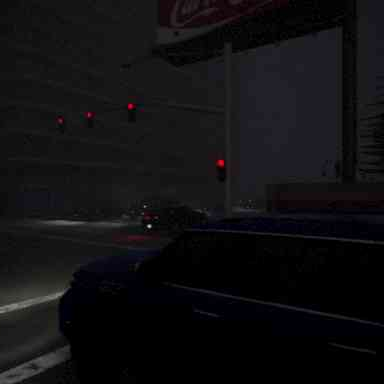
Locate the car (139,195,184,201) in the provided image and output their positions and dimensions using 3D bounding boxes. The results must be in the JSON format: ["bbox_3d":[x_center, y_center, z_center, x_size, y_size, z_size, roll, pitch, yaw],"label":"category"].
[{"bbox_3d":[-3.079,1.249,28.467,2.150,2.045,5.566,0,0,35],"label":"car"}]

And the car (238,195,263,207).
[{"bbox_3d":[9.128,1.385,51.679,2.097,1.767,4.553,0,0,36],"label":"car"}]

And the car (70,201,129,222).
[{"bbox_3d":[-7.695,1.557,28.003,1.812,1.442,4.674,0,0,35],"label":"car"}]

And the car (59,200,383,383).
[{"bbox_3d":[0.842,1.225,3.546,5.566,2.045,2.150,0,0,39],"label":"car"}]

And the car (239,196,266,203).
[{"bbox_3d":[8.730,1.576,45.110,2.033,1.411,5.357,0,0,35],"label":"car"}]

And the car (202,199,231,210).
[{"bbox_3d":[3.262,1.597,43.462,1.994,1.385,4.181,0,0,35],"label":"car"}]

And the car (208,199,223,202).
[{"bbox_3d":[2.754,1.519,36.696,2.128,1.511,4.902,0,0,35],"label":"car"}]

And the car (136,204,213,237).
[{"bbox_3d":[-0.829,1.521,19.339,1.837,1.490,4.892,-1,-1,35],"label":"car"}]

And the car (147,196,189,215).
[{"bbox_3d":[-2.493,1.384,35.348,2.097,1.767,4.553,0,0,35],"label":"car"}]
